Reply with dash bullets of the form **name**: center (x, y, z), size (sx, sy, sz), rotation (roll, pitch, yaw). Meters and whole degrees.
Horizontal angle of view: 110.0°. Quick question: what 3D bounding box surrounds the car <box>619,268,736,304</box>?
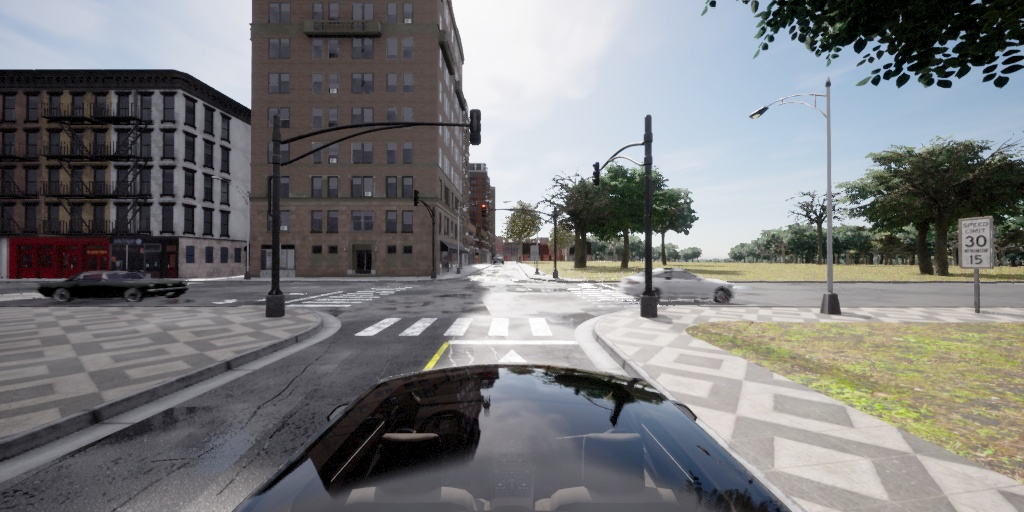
- **car**: center (7.009, 1.242, 15.434), size (4.674, 1.442, 1.812), rotation (0, -1, 0)

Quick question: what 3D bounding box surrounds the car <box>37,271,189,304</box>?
- **car**: center (-16.932, 1.301, 15.437), size (4.718, 1.301, 1.895), rotation (0, -1, 0)
